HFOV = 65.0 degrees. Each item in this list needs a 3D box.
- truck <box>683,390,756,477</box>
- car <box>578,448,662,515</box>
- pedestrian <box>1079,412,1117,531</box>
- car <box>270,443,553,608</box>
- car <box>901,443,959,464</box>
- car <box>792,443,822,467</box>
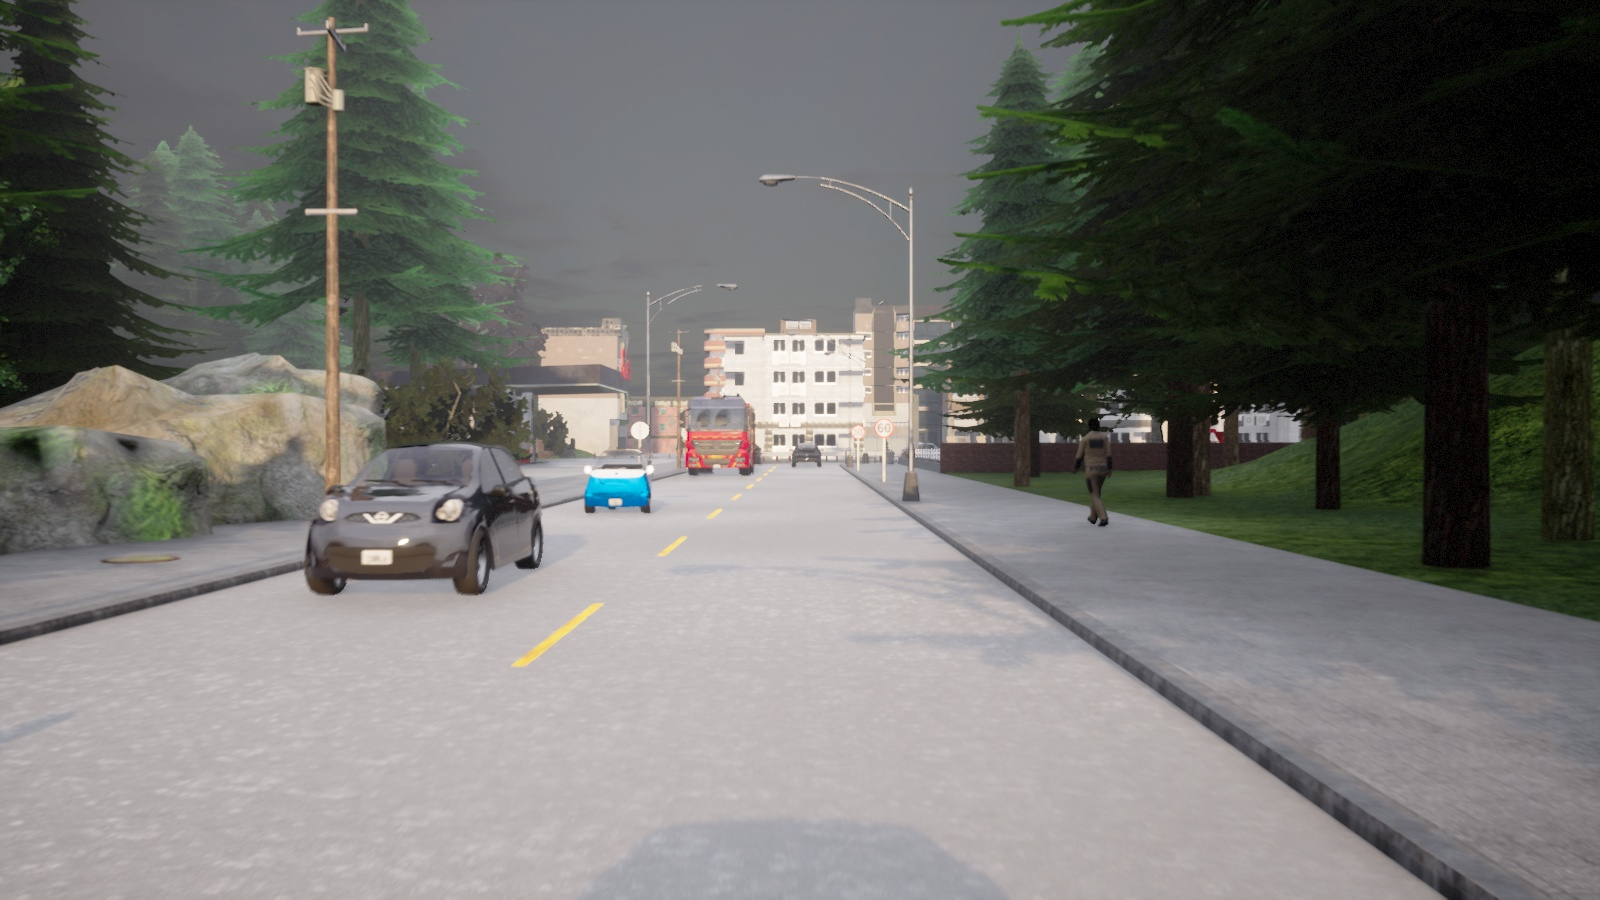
[{"bbox_3d":[-3.671,-0.755,59.266,2.891,3.827,8.468,0,0,0],"label":"truck"},{"bbox_3d":[-3.830,0.647,27.005,1.481,1.376,2.207,0,0,0],"label":"car"},{"bbox_3d":[4.872,0.344,20.571,0.396,1.930,0.692,0,0,-6],"label":"pedestrian"},{"bbox_3d":[-3.909,0.682,13.286,1.845,1.501,3.633,0,0,0],"label":"car"},{"bbox_3d":[9.287,0.213,89.814,3.806,1.475,1.970,0,0,-9],"label":"car"},{"bbox_3d":[0.417,0.303,79.581,1.837,1.490,4.892,0,0,0],"label":"car"}]
